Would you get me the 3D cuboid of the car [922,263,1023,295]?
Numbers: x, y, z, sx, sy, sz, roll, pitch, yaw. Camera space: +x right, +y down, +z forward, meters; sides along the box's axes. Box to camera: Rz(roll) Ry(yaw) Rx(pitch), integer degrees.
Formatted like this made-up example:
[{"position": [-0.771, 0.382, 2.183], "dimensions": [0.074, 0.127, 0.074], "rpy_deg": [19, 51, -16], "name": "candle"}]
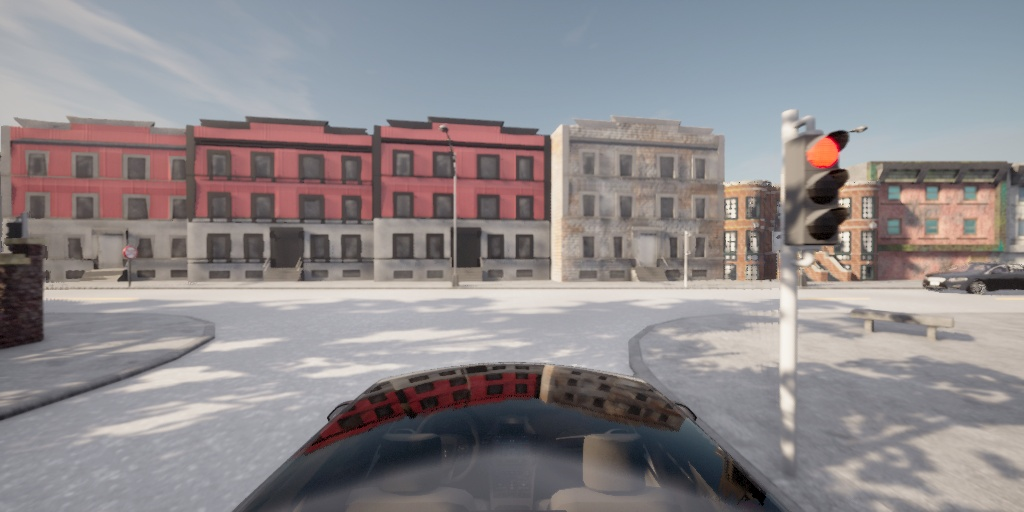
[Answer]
[{"position": [23.197, 1.083, 17.583], "dimensions": [4.902, 1.511, 2.128], "rpy_deg": [0, 1, 0], "name": "car"}]
